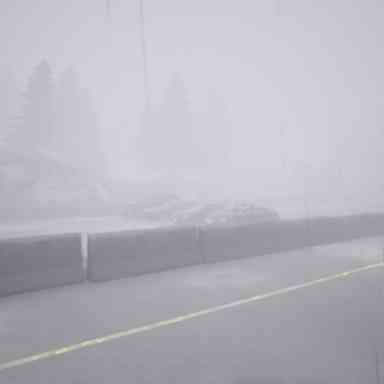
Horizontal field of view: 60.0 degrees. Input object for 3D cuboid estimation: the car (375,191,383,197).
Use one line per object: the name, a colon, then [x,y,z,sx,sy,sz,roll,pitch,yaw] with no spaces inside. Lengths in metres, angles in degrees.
car: [29.867,0.414,50.960,4.674,1.442,1.812,-2,1,-35]

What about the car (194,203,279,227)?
car: [2.874,1.411,18.937,4.902,1.511,2.128,-1,0,-35]

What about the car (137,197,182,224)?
car: [-1.202,1.397,24.627,5.008,1.535,1.882,-1,0,-35]

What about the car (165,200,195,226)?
car: [0.864,1.445,21.802,4.674,1.442,1.812,-1,0,-35]

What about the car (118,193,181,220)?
car: [-3.244,1.141,27.470,5.566,2.045,2.150,-1,0,-35]
